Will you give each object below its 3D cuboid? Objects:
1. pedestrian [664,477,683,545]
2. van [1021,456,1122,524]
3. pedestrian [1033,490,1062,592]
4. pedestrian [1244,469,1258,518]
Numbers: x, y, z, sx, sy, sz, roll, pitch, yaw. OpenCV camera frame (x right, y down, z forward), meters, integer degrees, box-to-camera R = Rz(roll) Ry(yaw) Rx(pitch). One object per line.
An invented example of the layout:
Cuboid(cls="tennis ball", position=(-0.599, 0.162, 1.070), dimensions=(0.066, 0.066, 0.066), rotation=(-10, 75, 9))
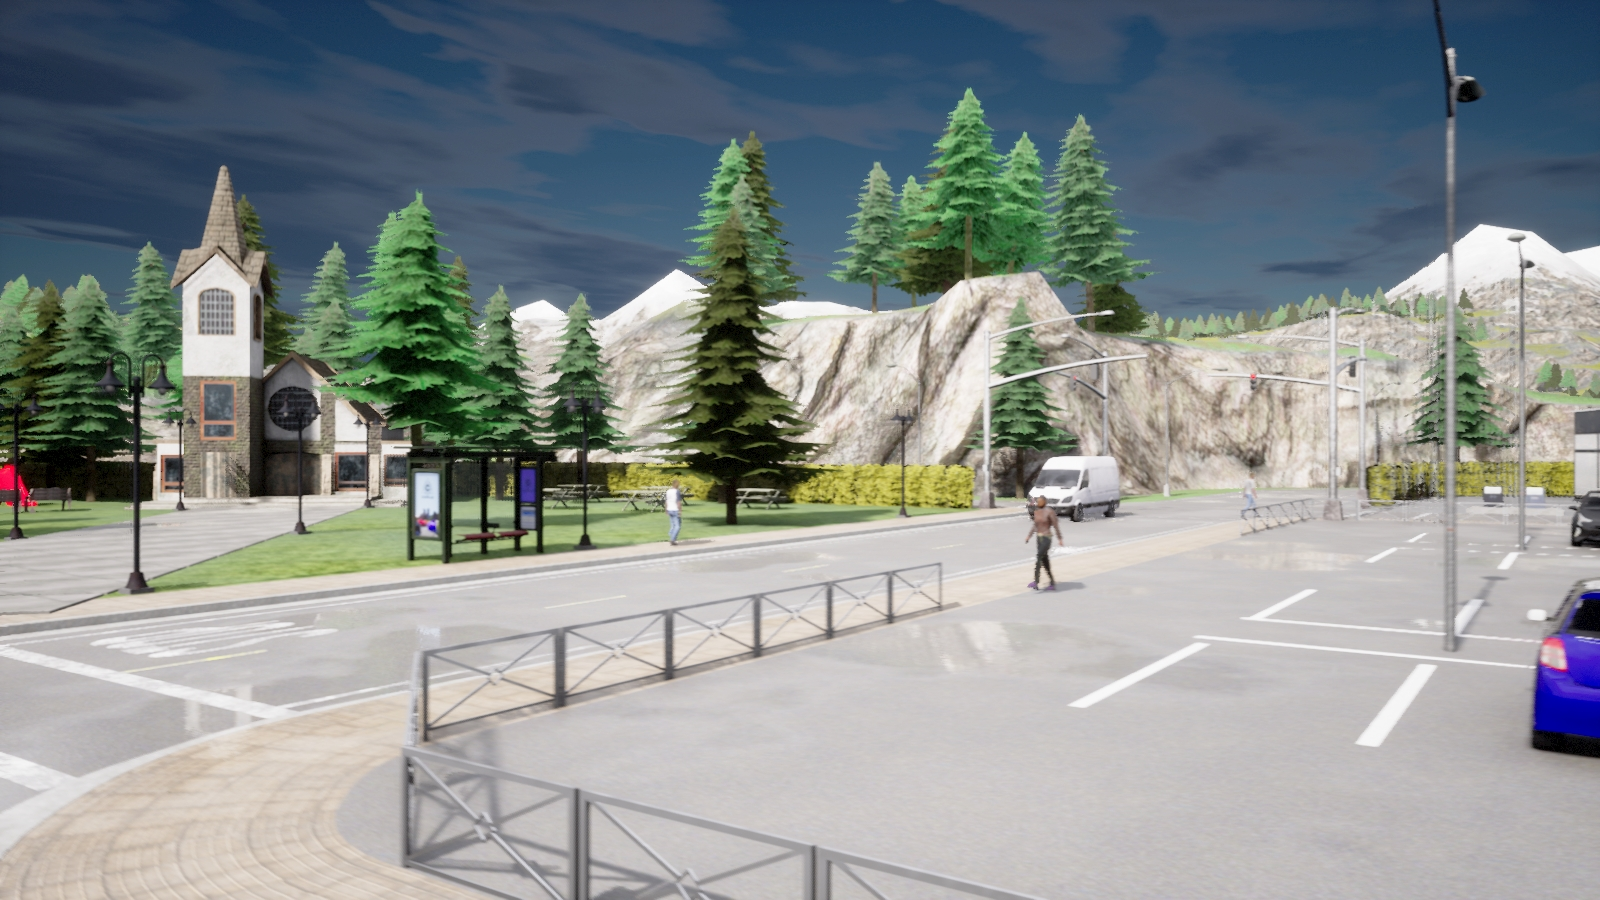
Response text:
Cuboid(cls="pedestrian", position=(-3.497, 1.688, 31.663), dimensions=(0.375, 1.860, 0.375), rotation=(0, 0, 37))
Cuboid(cls="van", position=(11.103, 1.527, 46.333), dimensions=(1.988, 2.561, 5.915), rotation=(0, 0, 34))
Cuboid(cls="pedestrian", position=(4.609, 1.689, 21.266), dimensions=(0.375, 1.860, 0.375), rotation=(0, 0, -32))
Cuboid(cls="pedestrian", position=(17.489, 1.690, 44.342), dimensions=(0.375, 1.860, 0.375), rotation=(0, 0, -5))
